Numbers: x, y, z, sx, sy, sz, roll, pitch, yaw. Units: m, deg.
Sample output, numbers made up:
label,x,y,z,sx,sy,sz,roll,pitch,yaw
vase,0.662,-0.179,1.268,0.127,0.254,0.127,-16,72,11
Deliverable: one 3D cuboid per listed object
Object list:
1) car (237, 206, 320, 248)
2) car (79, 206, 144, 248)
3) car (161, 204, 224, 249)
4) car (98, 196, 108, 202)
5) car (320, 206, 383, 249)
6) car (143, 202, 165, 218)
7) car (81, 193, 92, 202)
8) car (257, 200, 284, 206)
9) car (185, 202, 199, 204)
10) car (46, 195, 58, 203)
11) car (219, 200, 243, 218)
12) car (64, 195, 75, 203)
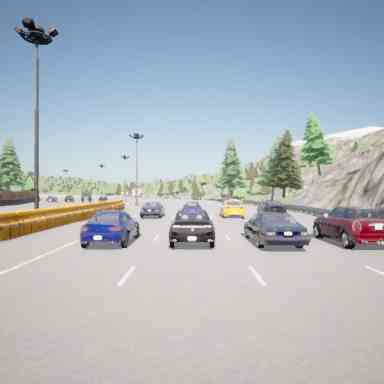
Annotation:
label,x,y,z,sx,sy,sz,roll,pitch,yaw
car,3.506,1.563,14.635,2.033,1.411,5.357,0,0,0
car,-3.494,1.533,14.643,1.812,1.442,4.674,0,0,0
car,0.006,1.495,14.639,2.128,1.511,4.902,0,0,0
car,-19.525,1.504,73.249,1.994,1.385,4.181,0,0,-15
car,7.006,1.366,14.600,2.097,1.767,4.553,0,0,0
car,-3.475,1.563,29.643,2.033,1.411,5.357,0,0,0
car,-22.873,1.181,72.228,2.150,2.045,5.566,0,0,-15
car,7.025,1.516,29.630,1.837,1.490,4.892,0,0,0
car,0.025,1.572,29.639,1.994,1.385,4.181,0,0,0
car,-29.594,1.491,70.272,2.128,1.511,4.902,0,0,-15
car,3.525,1.485,29.635,1.882,1.535,5.008,0,0,0
car,-26.237,1.461,71.264,1.837,1.490,4.892,0,0,-15
